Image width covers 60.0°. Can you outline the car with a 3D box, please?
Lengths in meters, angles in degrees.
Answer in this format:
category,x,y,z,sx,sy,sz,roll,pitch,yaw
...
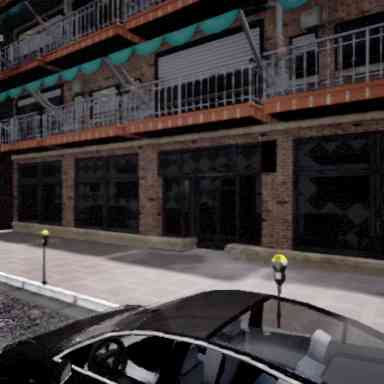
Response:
category,x,y,z,sx,sy,sz,roll,pitch,yaw
car,0.052,1.574,2.830,4.313,1.339,1.947,0,0,36
